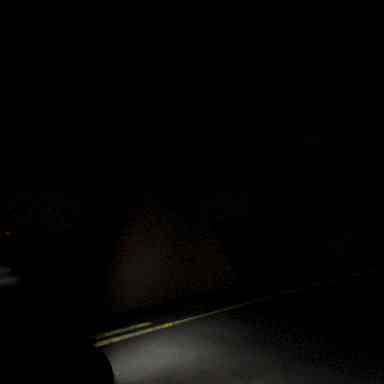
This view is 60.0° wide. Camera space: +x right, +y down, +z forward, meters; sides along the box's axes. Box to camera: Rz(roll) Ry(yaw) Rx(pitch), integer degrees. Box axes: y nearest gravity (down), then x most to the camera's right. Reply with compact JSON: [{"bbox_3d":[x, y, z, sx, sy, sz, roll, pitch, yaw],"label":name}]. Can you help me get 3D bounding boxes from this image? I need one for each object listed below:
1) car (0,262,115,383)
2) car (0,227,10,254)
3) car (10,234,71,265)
[{"bbox_3d":[-2.718,1.529,1.806,4.674,1.442,1.812,0,0,-35],"label":"car"},{"bbox_3d":[-8.339,1.565,10.942,4.181,1.385,1.994,0,0,-35],"label":"car"},{"bbox_3d":[-2.881,1.594,10.535,4.718,1.301,1.895,0,0,-35],"label":"car"}]
